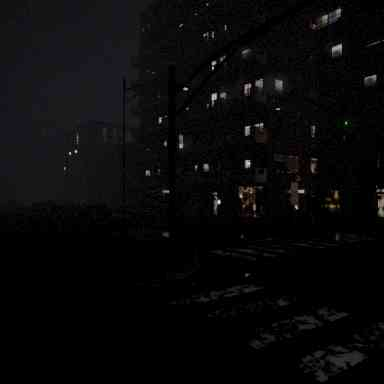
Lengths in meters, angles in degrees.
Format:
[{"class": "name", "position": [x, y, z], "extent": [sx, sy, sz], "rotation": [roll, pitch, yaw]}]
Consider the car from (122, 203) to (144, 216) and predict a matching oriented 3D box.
[{"class": "car", "position": [-7.423, 2.006, 39.764], "extent": [1.752, 1.417, 4.829], "rotation": [-1, 0, -35]}]

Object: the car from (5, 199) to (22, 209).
[{"class": "car", "position": [-33.176, 2.365, 62.328], "extent": [1.967, 1.590, 4.097], "rotation": [-1, 0, -35]}]

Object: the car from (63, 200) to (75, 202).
[{"class": "car", "position": [-15.418, 2.120, 41.842], "extent": [1.994, 1.385, 4.181], "rotation": [0, -1, -35]}]

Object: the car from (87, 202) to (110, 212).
[{"class": "car", "position": [-13.731, 2.191, 48.619], "extent": [1.947, 1.339, 4.313], "rotation": [-1, 0, -35]}]

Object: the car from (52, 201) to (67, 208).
[{"class": "car", "position": [-26.547, 2.462, 66.606], "extent": [1.887, 1.381, 4.507], "rotation": [-1, 0, -35]}]

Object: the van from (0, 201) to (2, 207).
[{"class": "van", "position": [-39.589, 2.411, 71.328], "extent": [1.690, 1.788, 3.998], "rotation": [-1, 0, -35]}]

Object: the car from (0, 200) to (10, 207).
[{"class": "car", "position": [-42.693, 2.666, 75.688], "extent": [1.752, 1.417, 4.829], "rotation": [-1, 0, -35]}]

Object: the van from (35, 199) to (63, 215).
[{"class": "van", "position": [-17.149, 1.900, 39.830], "extent": [1.690, 1.788, 3.998], "rotation": [-1, 0, -35]}]

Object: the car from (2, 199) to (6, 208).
[{"class": "car", "position": [-36.380, 2.542, 66.828], "extent": [1.887, 1.381, 4.507], "rotation": [-1, 0, -35]}]

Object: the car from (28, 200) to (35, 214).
[{"class": "car", "position": [-20.353, 2.073, 44.329], "extent": [1.967, 1.590, 4.097], "rotation": [-1, 0, -35]}]

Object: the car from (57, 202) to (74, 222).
[{"class": "car", "position": [-10.636, 1.934, 30.691], "extent": [1.752, 1.417, 4.829], "rotation": [-1, 0, -35]}]

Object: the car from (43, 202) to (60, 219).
[{"class": "car", "position": [-13.939, 2.036, 35.329], "extent": [2.008, 1.369, 4.403], "rotation": [-1, 0, -35]}]

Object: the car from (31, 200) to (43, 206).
[{"class": "car", "position": [-39.361, 2.773, 84.593], "extent": [1.947, 1.339, 4.313], "rotation": [-1, 0, -35]}]

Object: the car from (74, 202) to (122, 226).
[{"class": "car", "position": [-7.530, 1.776, 26.330], "extent": [1.967, 1.590, 4.097], "rotation": [-1, 0, -35]}]
